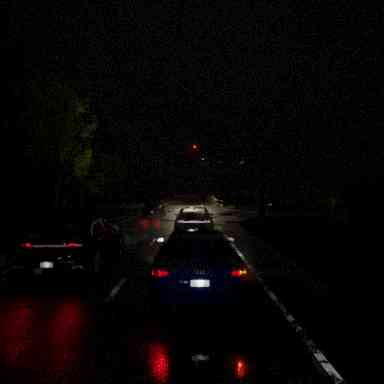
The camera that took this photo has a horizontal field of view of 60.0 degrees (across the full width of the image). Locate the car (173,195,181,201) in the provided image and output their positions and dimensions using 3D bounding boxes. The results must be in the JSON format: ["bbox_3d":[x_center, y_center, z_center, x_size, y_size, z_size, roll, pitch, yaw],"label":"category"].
[{"bbox_3d":[-3.556,1.524,80.868,1.812,1.442,4.674,0,0,0],"label":"car"}]

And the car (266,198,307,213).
[{"bbox_3d":[11.207,1.539,39.777,4.553,1.767,2.097,1,-1,6],"label":"car"}]

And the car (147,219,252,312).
[{"bbox_3d":[0.103,1.566,7.818,1.994,1.385,4.181,0,0,-1],"label":"car"}]

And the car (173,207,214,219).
[{"bbox_3d":[0.093,1.495,16.721,2.128,1.511,4.902,0,0,0],"label":"car"}]

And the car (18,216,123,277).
[{"bbox_3d":[-3.406,1.493,10.215,2.128,1.511,4.902,0,0,0],"label":"car"}]

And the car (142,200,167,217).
[{"bbox_3d":[-3.421,1.499,30.908,2.128,1.511,4.902,0,0,0],"label":"car"}]
